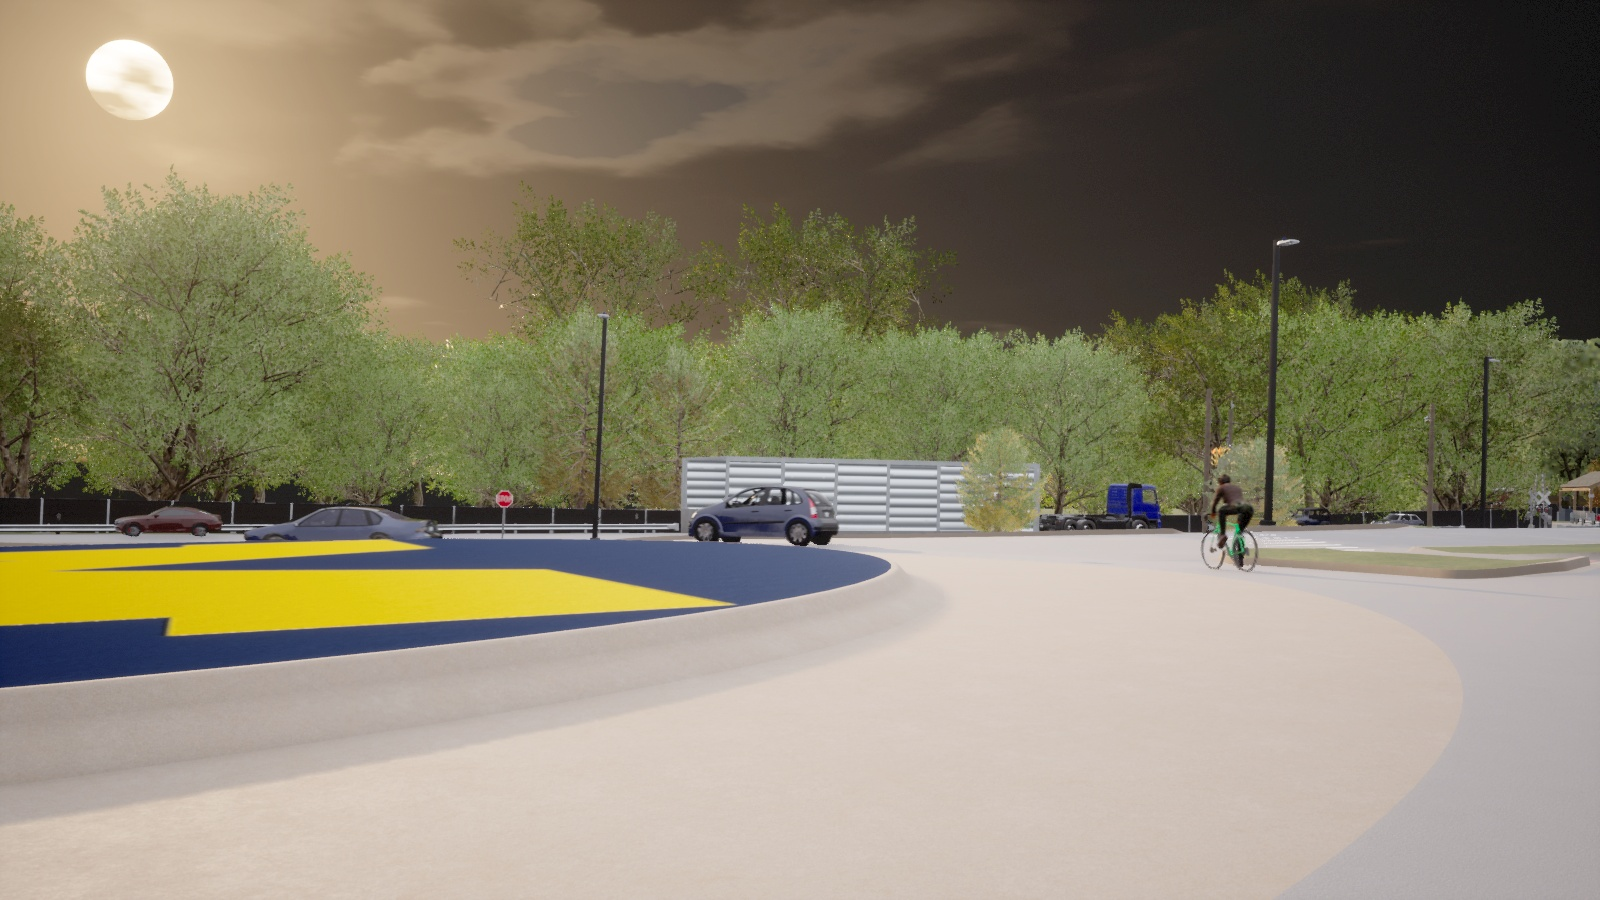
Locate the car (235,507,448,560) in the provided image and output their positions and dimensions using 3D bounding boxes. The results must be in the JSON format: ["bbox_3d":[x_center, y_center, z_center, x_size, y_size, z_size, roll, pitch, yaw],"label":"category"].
[{"bbox_3d":[-13.109,2.386,36.130,5.357,1.411,2.033,-1,-2,1],"label":"car"}]

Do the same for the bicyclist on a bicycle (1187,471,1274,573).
[{"bbox_3d":[7.178,1.201,21.002,0.582,1.620,1.656,2,-4,-13],"label":"bicyclist on a bicycle"}]

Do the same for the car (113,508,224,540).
[{"bbox_3d":[-30.404,3.575,60.540,4.674,1.442,1.812,2,-2,-27],"label":"car"}]

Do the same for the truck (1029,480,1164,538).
[{"bbox_3d":[18.539,3.649,78.379,7.936,3.462,2.891,1,-1,-22],"label":"truck"}]

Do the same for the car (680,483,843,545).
[{"bbox_3d":[-1.023,1.731,33.945,3.988,1.617,1.851,-1,-3,22],"label":"car"}]

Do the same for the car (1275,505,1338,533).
[{"bbox_3d":[35.744,4.847,88.590,3.866,1.878,1.905,1,-1,-21],"label":"car"}]
